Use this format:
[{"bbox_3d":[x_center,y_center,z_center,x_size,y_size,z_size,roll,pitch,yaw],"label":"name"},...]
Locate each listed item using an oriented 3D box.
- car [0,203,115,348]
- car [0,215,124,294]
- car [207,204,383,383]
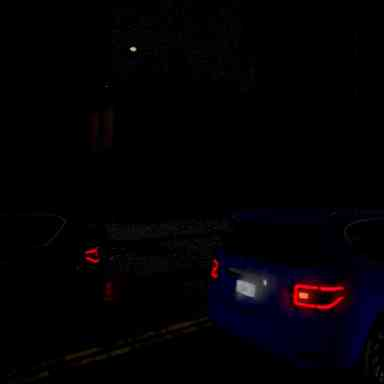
[{"bbox_3d":[-4.092,1.222,4.760,5.566,2.045,2.150,0,0,-35],"label":"car"},{"bbox_3d":[-4.457,1.492,8.488,4.902,1.511,2.128,0,0,-35],"label":"car"},{"bbox_3d":[2.813,1.219,5.447,5.566,2.045,2.150,0,0,-35],"label":"car"}]
